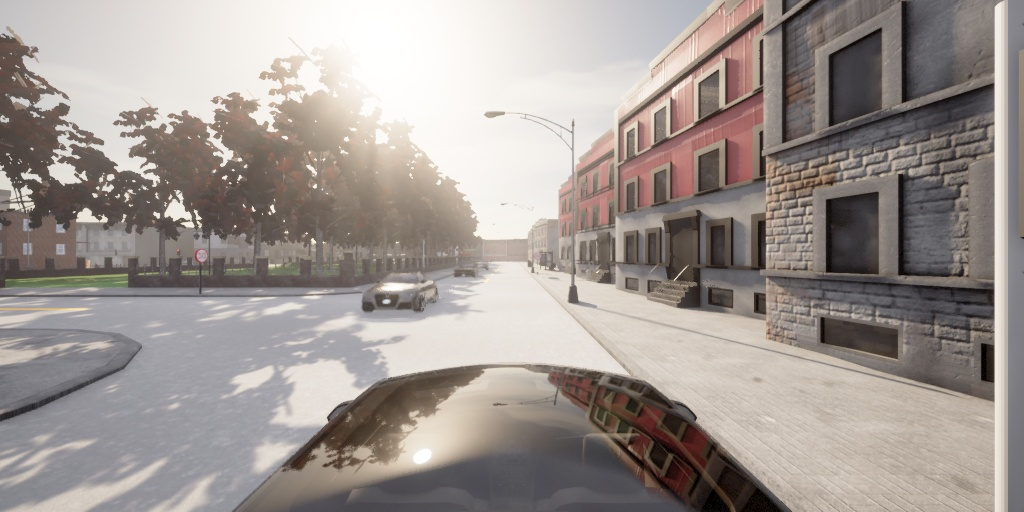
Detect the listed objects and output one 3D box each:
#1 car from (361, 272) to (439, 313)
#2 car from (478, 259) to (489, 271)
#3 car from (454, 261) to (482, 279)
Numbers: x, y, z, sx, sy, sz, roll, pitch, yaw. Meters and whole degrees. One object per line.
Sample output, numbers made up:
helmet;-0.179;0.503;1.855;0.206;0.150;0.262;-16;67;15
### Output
car;-4.131;1.314;13.804;1.994;1.385;4.181;0;0;0
car;-4.211;1.242;50.251;2.128;1.511;4.902;0;0;0
car;-4.180;1.351;33.168;1.895;1.301;4.718;0;0;0
